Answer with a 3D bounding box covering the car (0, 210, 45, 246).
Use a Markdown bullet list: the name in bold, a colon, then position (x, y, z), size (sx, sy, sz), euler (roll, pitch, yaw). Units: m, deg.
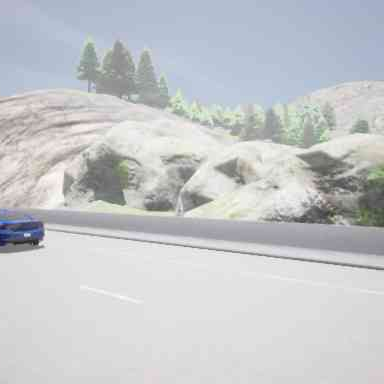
- **car**: position (-8.269, 1.482, 14.066), size (5.008, 1.535, 1.882), euler (0, 0, 36)
